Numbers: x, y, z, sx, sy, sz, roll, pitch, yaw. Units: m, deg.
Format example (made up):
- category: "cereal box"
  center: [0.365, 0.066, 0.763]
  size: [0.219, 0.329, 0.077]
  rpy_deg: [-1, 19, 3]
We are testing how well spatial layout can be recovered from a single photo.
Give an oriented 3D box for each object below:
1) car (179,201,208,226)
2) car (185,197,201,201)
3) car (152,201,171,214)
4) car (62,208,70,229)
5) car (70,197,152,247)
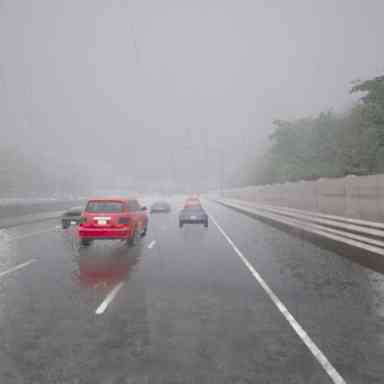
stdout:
- category: "car"
  center: [0.105, 1.615, 23.653]
  size: [1.994, 1.385, 4.181]
  rpy_deg: [0, 0, 0]
- category: "car"
  center: [0.106, 1.447, 41.751]
  size: [2.097, 1.767, 4.553]
  rpy_deg: [0, 0, 0]
- category: "car"
  center: [-3.393, 1.647, 36.667]
  size: [1.994, 1.385, 4.181]
  rpy_deg: [0, 0, 0]
- category: "car"
  center: [-6.896, 1.551, 21.740]
  size: [1.837, 1.490, 4.892]
  rpy_deg: [0, 0, 0]
- category: "car"
  center: [-3.397, 1.252, 15.273]
  size: [2.150, 2.045, 5.566]
  rpy_deg: [0, 0, 0]
